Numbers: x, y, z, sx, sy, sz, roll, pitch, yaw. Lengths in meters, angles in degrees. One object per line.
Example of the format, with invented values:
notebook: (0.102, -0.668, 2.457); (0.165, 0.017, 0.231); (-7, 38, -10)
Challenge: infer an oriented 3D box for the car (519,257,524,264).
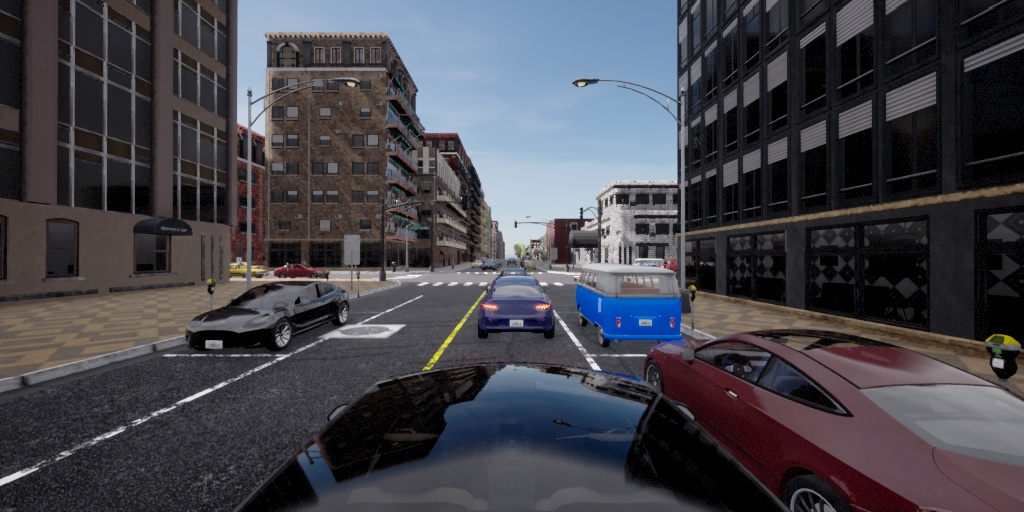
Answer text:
car: (2.683, 1.382, 64.865); (1.802, 1.307, 4.207); (0, 0, 0)

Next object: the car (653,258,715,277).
car: (14.916, 1.108, 29.886); (5.009, 1.841, 2.192); (0, 0, 0)

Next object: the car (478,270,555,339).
car: (0.100, 1.277, 10.000); (1.812, 1.442, 4.674); (0, 0, 0)

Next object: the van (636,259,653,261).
van: (14.893, 1.175, 38.266); (3.998, 1.789, 1.690); (0, 0, 0)

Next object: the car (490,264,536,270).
car: (0.090, 1.318, 18.451); (1.994, 1.385, 4.181); (0, 0, 0)

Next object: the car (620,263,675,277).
car: (13.399, 1.418, 35.696); (4.718, 1.301, 1.895); (0, 0, 1)

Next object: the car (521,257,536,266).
car: (2.684, 1.311, 53.956); (1.751, 1.417, 4.829); (0, 0, 0)

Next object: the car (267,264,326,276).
car: (-17.470, 1.284, 29.805); (4.207, 1.307, 1.802); (0, 0, 0)

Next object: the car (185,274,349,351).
car: (-5.691, 1.317, 9.025); (1.948, 1.339, 4.313); (0, 0, 0)

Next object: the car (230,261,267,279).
car: (-22.963, 1.216, 29.791); (4.829, 1.417, 1.751); (0, 0, 0)

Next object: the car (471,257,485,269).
car: (-5.697, 1.318, 59.153); (1.751, 1.417, 4.829); (0, 0, 0)

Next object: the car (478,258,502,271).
car: (-3.067, 1.329, 50.632); (2.033, 1.411, 5.357); (0, 0, 3)

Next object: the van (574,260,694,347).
van: (2.656, 1.092, 9.000); (1.690, 1.789, 3.998); (0, 0, 0)

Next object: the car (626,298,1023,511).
car: (2.657, 1.332, 3.311); (1.802, 1.307, 4.207); (0, 0, 0)
